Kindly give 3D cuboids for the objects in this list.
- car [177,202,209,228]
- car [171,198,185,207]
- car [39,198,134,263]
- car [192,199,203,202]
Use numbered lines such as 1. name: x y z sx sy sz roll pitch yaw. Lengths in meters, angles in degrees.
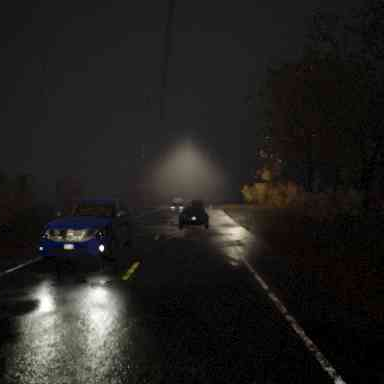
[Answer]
1. car: 0.143 1.617 22.671 1.994 1.385 4.181 0 0 1
2. car: -2.206 1.664 55.092 2.033 1.411 5.357 0 0 5
3. car: -3.596 1.250 12.489 2.150 2.045 5.566 0 0 0
4. car: 0.658 1.617 41.372 1.812 1.442 4.674 0 0 2
